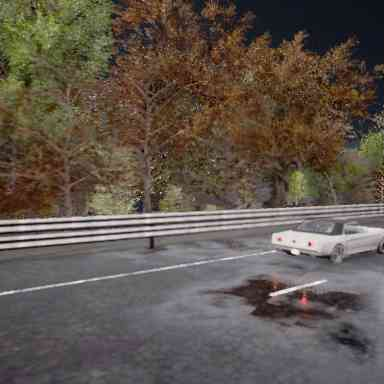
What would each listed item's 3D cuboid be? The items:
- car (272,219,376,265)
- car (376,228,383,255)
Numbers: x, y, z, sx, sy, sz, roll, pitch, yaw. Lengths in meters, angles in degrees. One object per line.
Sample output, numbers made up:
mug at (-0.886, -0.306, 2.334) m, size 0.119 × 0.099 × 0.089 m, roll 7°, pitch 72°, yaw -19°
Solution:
car at (5.094, 1.589, 11.704) m, size 4.718 × 1.301 × 1.895 m, roll 0°, pitch 0°, yaw -34°
car at (7.688, 1.208, 9.211) m, size 5.566 × 2.045 × 2.150 m, roll 0°, pitch 0°, yaw -35°
